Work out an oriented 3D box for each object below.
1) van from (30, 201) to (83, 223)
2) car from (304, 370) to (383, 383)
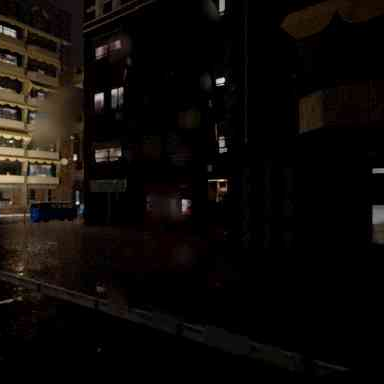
[{"bbox_3d":[-11.897,1.706,28.812,1.690,1.788,3.998,-1,-2,35],"label":"van"},{"bbox_3d":[2.403,1.551,1.163,4.403,1.369,2.008,0,0,35],"label":"car"}]
